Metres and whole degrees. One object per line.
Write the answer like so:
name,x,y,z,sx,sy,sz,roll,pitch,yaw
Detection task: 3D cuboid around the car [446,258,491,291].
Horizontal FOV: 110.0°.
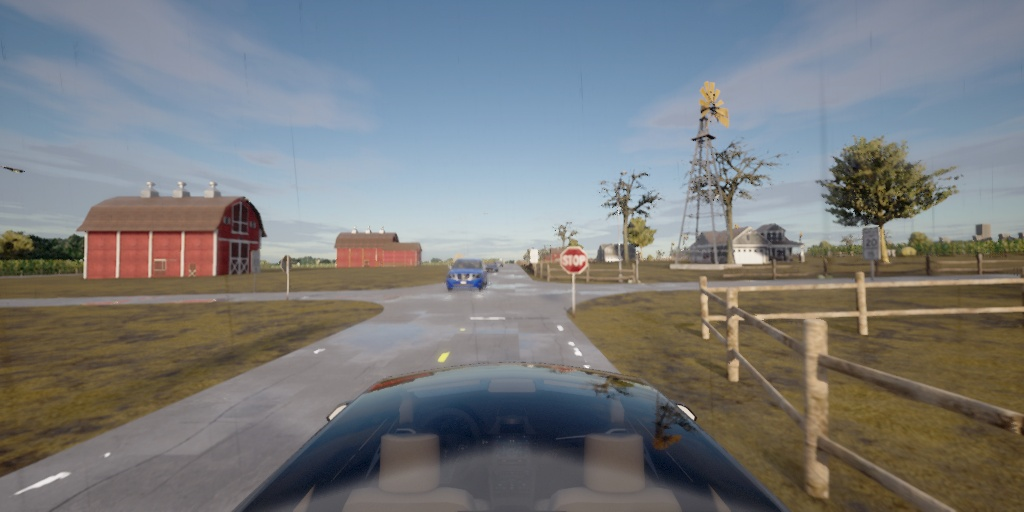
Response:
car,-2.756,1.168,23.009,2.150,2.045,5.566,0,0,0

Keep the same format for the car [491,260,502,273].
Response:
car,-2.763,1.589,47.264,1.994,1.385,4.181,0,0,0
